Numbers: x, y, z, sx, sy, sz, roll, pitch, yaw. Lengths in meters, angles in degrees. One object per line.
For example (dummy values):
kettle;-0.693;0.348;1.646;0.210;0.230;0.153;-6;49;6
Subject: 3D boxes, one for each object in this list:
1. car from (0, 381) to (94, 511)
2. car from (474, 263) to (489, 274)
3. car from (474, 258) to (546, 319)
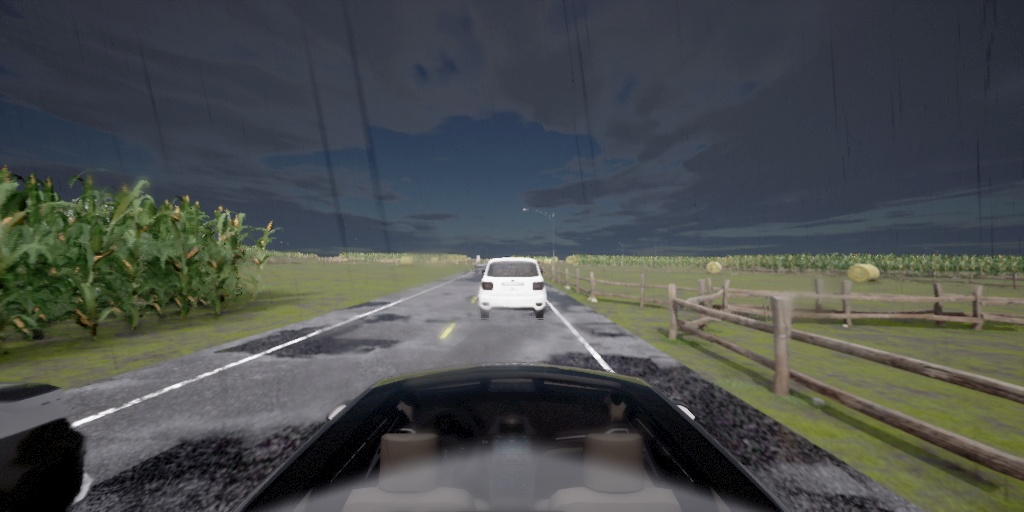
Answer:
car;-3.609;1.225;0.163;2.128;1.511;4.902;0;-1;0
car;-4.255;1.758;51.042;1.812;1.442;4.674;0;-1;-1
car;0.019;1.096;13.523;2.150;2.045;5.566;0;0;0
